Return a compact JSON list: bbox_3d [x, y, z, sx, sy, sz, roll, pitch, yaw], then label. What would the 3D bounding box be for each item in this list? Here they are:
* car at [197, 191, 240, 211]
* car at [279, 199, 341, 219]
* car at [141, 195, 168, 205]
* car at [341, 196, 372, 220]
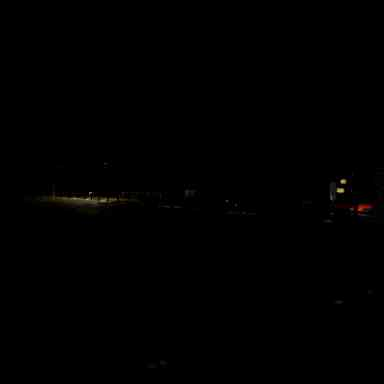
[{"bbox_3d":[2.861,0.916,35.709,2.150,2.045,5.566,1,0,-36],"label":"car"},{"bbox_3d":[9.209,1.331,27.042,1.812,1.442,4.674,1,0,-36],"label":"car"},{"bbox_3d":[-5.233,1.150,46.775,1.895,1.301,4.718,1,0,-36],"label":"car"},{"bbox_3d":[12.997,1.209,26.757,2.097,1.767,4.553,1,0,-34],"label":"car"}]
